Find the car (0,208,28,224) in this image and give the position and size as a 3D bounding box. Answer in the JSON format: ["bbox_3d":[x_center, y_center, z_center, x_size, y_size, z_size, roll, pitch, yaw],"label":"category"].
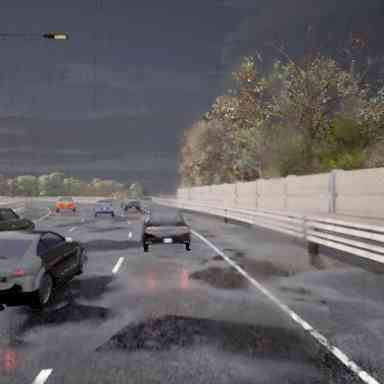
[{"bbox_3d":[-8.052,1.396,13.461,2.097,1.767,4.553,0,0,-7],"label":"car"}]

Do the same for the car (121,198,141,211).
[{"bbox_3d":[-7.375,1.549,40.698,1.837,1.490,4.892,0,0,-16],"label":"car"}]

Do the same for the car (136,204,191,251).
[{"bbox_3d":[-1.176,1.500,14.180,2.128,1.511,4.902,0,0,-8],"label":"car"}]

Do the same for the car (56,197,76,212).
[{"bbox_3d":[-15.279,1.437,40.248,2.097,1.767,4.553,0,0,-22],"label":"car"}]

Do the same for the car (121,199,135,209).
[{"bbox_3d":[-9.250,1.656,47.898,1.895,1.301,4.718,0,0,-12],"label":"car"}]

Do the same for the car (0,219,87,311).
[{"bbox_3d":[-3.900,1.585,7.879,1.994,1.385,4.181,0,0,-4],"label":"car"}]

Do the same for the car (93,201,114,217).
[{"bbox_3d":[-8.680,1.597,32.604,2.033,1.411,5.357,0,0,-18],"label":"car"}]
